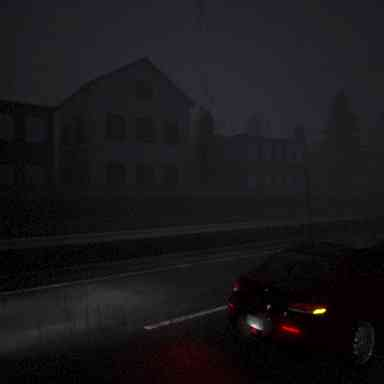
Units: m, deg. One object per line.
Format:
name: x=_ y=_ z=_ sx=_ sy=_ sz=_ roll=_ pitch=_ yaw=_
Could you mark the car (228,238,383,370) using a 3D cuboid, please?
car: x=2.691 y=1.525 z=5.664 sx=4.674 sy=1.442 sz=1.812 roll=0 pitch=0 yaw=-35
